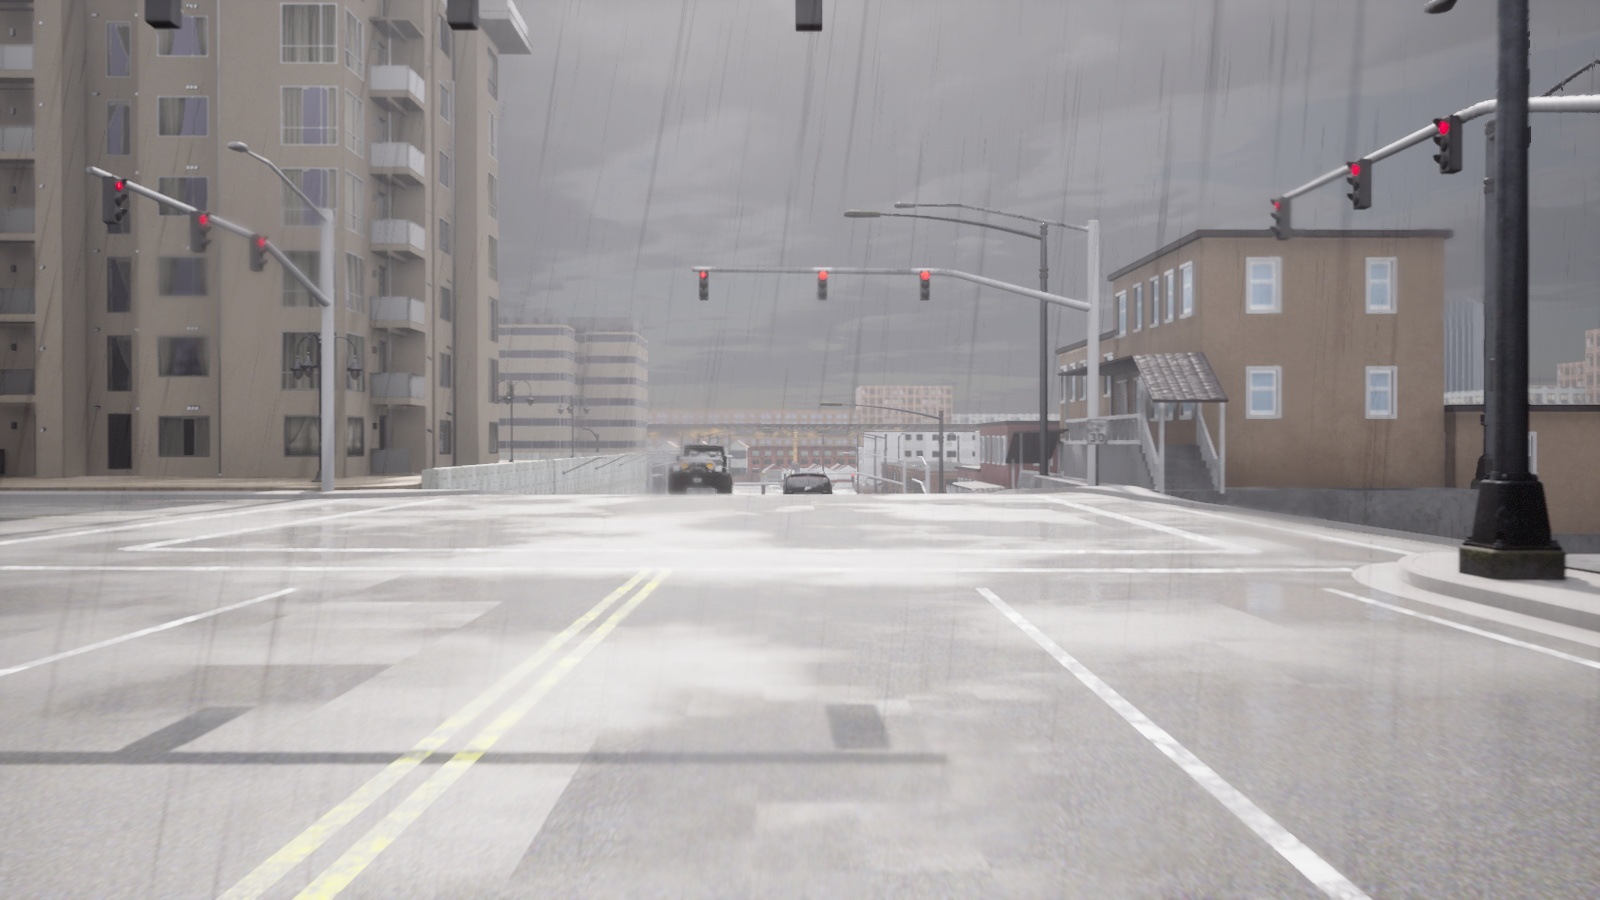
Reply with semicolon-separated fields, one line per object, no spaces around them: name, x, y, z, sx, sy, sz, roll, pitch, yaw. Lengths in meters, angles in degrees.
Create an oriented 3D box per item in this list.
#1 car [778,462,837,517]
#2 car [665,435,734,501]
car;0.292;1.569;48.474;2.128;1.511;4.902;0;-9;0
car;-3.247;0.637;41.222;1.905;1.878;3.866;1;-5;0
